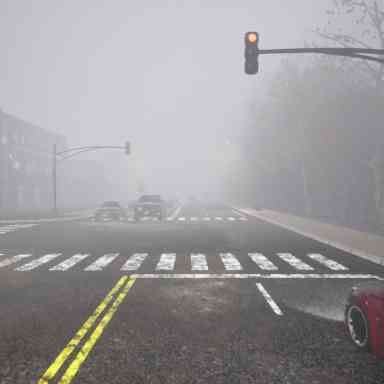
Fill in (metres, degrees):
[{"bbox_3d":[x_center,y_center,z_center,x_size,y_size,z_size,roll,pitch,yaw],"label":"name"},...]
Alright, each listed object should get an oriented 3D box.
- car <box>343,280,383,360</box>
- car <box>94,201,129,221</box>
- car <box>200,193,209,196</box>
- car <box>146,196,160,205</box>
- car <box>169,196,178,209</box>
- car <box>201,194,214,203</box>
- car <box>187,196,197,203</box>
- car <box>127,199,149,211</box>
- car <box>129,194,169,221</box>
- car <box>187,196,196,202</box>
[{"bbox_3d":[3.346,1.563,3.502,1.994,1.385,4.181,0,0,0],"label":"car"},{"bbox_3d":[-6.652,1.518,27.572,1.812,1.442,4.674,0,0,0],"label":"car"},{"bbox_3d":[3.113,1.194,76.267,2.150,2.045,5.566,0,0,0],"label":"car"},{"bbox_3d":[-6.687,1.456,57.464,1.882,1.535,5.008,0,0,0],"label":"car"},{"bbox_3d":[-3.433,1.532,45.700,2.033,1.411,5.357,0,0,0],"label":"car"},{"bbox_3d":[3.226,1.576,66.084,1.895,1.301,4.718,0,0,0],"label":"car"},{"bbox_3d":[-0.021,1.452,66.960,1.882,1.535,5.008,0,0,0],"label":"car"},{"bbox_3d":[-6.676,1.587,41.502,1.895,1.301,4.718,0,0,0],"label":"car"},{"bbox_3d":[-3.400,1.215,27.554,2.150,2.045,5.566,0,0,0],"label":"car"},{"bbox_3d":[-0.140,1.564,77.243,1.895,1.301,4.718,0,0,0],"label":"car"}]
